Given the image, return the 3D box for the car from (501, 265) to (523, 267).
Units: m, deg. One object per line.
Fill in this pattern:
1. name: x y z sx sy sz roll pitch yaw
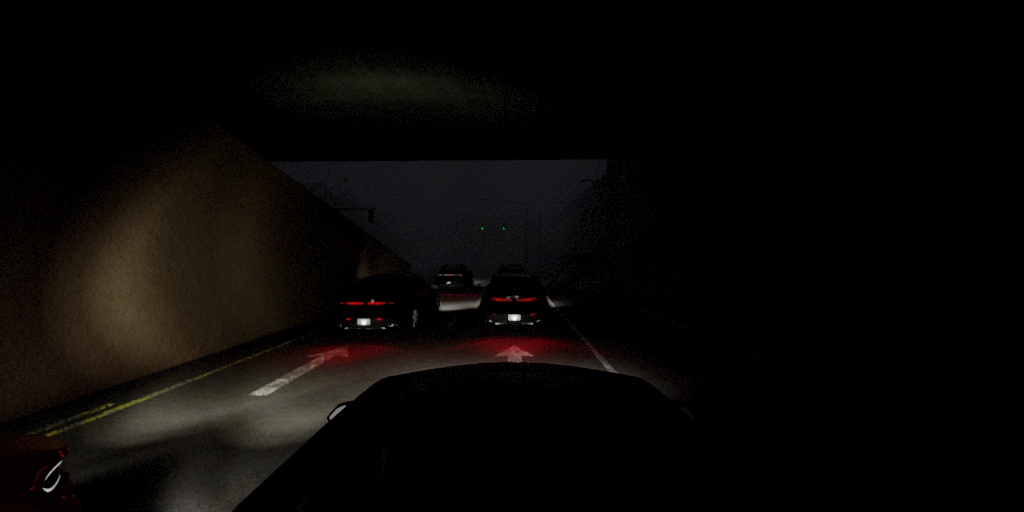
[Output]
1. car: -0.012 1.280 22.163 1.837 1.490 4.892 0 0 -1

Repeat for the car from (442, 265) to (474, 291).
1. car: -3.512 1.266 22.177 2.128 1.511 4.902 0 0 -1

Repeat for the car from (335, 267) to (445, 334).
1. car: -3.449 1.267 10.738 1.837 1.490 4.892 0 0 0

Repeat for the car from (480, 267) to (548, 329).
1. car: 0.050 1.267 11.341 1.837 1.490 4.892 0 0 0
